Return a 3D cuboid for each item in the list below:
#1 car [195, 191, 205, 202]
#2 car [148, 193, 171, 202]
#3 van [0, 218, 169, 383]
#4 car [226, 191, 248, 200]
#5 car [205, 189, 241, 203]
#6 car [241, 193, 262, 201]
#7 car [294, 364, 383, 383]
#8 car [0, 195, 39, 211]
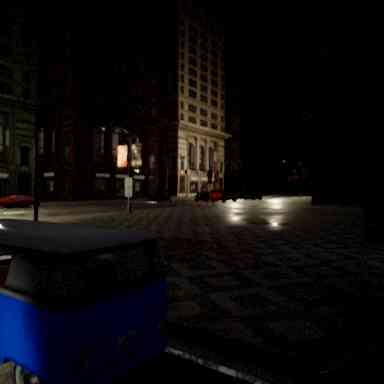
[{"bbox_3d":[2.444,0.665,52.801,2.097,1.767,4.553,1,1,36],"label":"car"},{"bbox_3d":[-5.196,0.870,53.460,1.994,1.385,4.181,1,1,36],"label":"car"},{"bbox_3d":[-2.204,1.327,4.625,3.998,1.788,1.690,0,0,35],"label":"van"},{"bbox_3d":[8.256,0.662,61.123,1.882,1.535,5.008,1,1,35],"label":"car"},{"bbox_3d":[4.817,0.568,50.535,2.150,2.045,5.566,1,1,36],"label":"car"},{"bbox_3d":[10.912,0.776,59.250,1.994,1.385,4.181,1,1,35],"label":"car"},{"bbox_3d":[2.407,1.586,1.364,4.206,1.307,1.802,0,0,35],"label":"car"},{"bbox_3d":[-18.566,1.077,34.581,1.882,1.535,5.008,1,1,35],"label":"car"}]
